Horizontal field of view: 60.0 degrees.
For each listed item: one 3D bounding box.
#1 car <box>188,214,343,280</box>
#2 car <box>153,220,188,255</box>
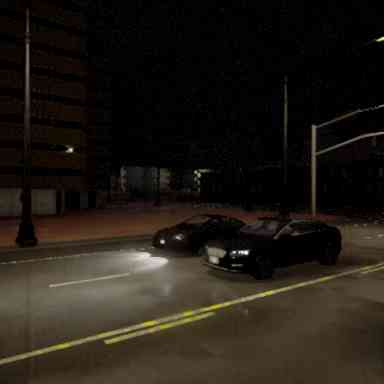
[{"bbox_3d":[2.580,1.508,10.050,4.902,1.511,2.128,0,0,-35],"label":"car"},{"bbox_3d":[0.591,1.580,12.931,4.181,1.385,1.994,0,0,-35],"label":"car"}]
